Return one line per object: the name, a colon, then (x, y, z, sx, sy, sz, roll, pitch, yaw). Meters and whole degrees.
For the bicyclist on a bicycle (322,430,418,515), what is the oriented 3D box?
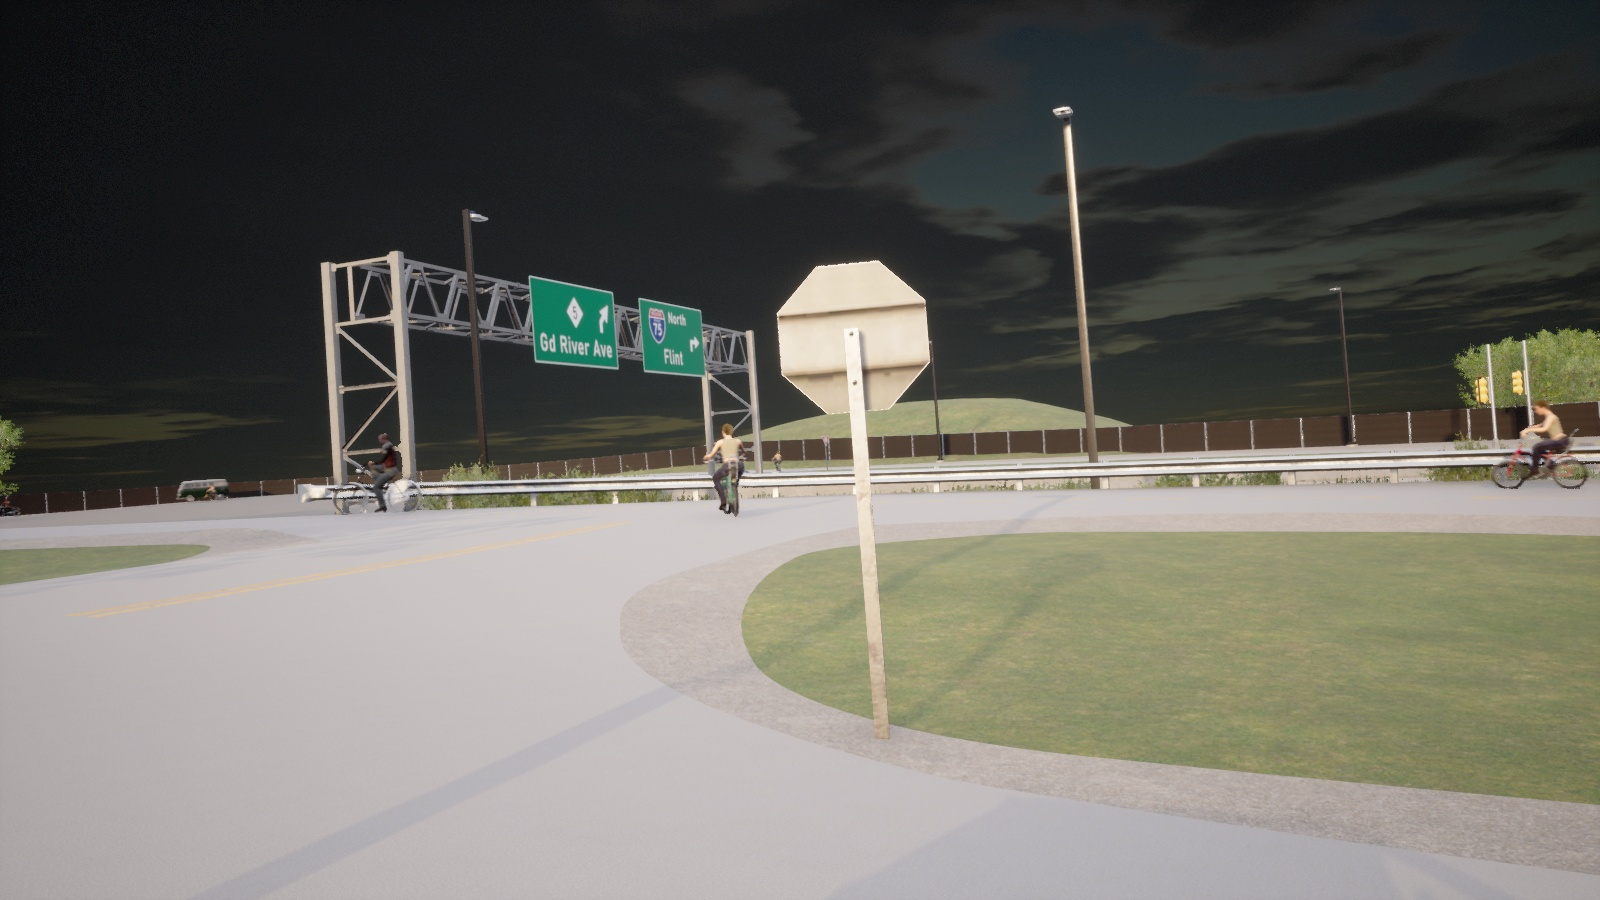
bicyclist on a bicycle: (-9.304, 0.471, 27.228, 1.843, 1.776, 0.659, -1, 0, -8)

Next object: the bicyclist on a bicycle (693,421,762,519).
bicyclist on a bicycle: (-1.285, 0.341, 21.983, 0.866, 1.612, 1.509, -3, 0, -13)

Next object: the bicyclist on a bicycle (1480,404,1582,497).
bicyclist on a bicycle: (13.130, 0.011, 22.559, 1.509, 1.612, 0.866, -1, 2, 33)
